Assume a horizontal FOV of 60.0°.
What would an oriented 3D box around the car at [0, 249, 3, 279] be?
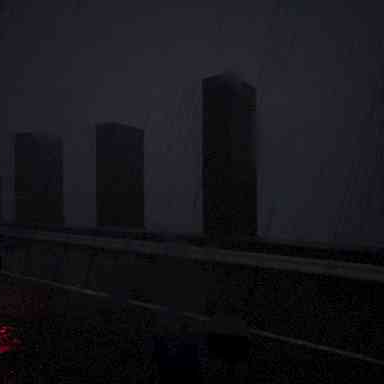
[{"bbox_3d":[-6.489,1.483,7.881,4.892,1.490,1.837,0,0,31],"label":"car"}]
